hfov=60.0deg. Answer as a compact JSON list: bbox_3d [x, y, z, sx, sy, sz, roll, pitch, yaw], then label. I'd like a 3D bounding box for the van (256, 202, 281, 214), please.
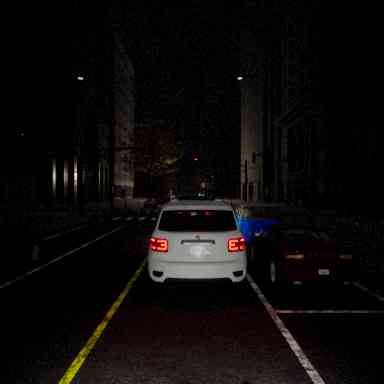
[{"bbox_3d":[2.768,1.344,14.750,1.690,1.788,3.998,0,0,0],"label":"van"}]

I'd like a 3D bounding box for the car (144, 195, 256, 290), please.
[{"bbox_3d":[0.102,1.223,9.198,2.150,2.045,5.566,0,0,0],"label":"car"}]

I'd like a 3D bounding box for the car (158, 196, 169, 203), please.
[{"bbox_3d":[-5.814,1.599,68.488,2.008,1.369,4.403,0,0,0],"label":"car"}]

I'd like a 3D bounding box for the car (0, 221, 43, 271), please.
[{"bbox_3d":[-5.784,1.546,9.237,1.887,1.381,4.507,0,0,0],"label":"car"}]

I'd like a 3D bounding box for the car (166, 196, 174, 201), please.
[{"bbox_3d":[-5.831,1.645,89.643,1.947,1.339,4.313,0,0,0],"label":"car"}]

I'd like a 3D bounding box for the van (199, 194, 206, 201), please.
[{"bbox_3d":[2.699,1.414,85.214,1.690,1.788,3.998,0,0,0],"label":"van"}]

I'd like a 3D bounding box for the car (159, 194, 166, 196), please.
[{"bbox_3d":[-5.806,1.580,57.910,1.887,1.381,4.507,0,0,0],"label":"car"}]

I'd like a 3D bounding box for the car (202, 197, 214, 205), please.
[{"bbox_3d":[2.719,1.602,58.148,1.947,1.339,4.313,0,0,0],"label":"car"}]

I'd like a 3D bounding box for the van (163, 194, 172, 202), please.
[{"bbox_3d":[-5.822,1.404,79.066,1.690,1.788,3.998,0,0,0],"label":"van"}]

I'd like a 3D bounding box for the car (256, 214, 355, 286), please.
[{"bbox_3d":[2.771,1.546,9.225,1.887,1.381,4.507,0,0,0],"label":"car"}]

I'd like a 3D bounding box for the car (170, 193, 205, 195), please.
[{"bbox_3d":[0.084,1.227,19.559,2.150,2.045,5.566,0,0,0],"label":"car"}]

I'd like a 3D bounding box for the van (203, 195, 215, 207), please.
[{"bbox_3d":[2.724,1.371,52.735,1.690,1.788,3.998,0,0,0],"label":"van"}]

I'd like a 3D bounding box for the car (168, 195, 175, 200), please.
[{"bbox_3d":[-5.835,1.613,94.763,1.752,1.417,4.829,0,0,0],"label":"car"}]
